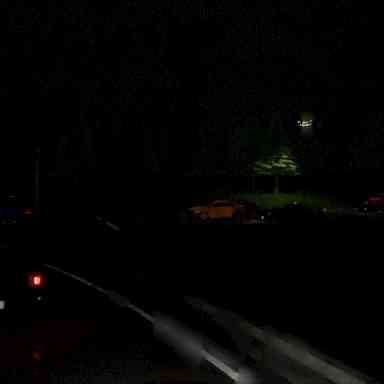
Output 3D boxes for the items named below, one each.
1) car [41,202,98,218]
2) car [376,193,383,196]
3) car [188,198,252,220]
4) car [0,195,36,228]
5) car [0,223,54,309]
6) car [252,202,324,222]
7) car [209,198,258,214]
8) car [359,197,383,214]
[{"bbox_3d":[-10.958,1.586,29.765,4.718,1.301,1.895,0,0,-22],"label":"car"},{"bbox_3d":[26.056,1.210,44.946,5.566,2.045,2.150,0,0,-22],"label":"car"},{"bbox_3d":[2.067,1.467,27.554,5.008,1.535,1.882,0,0,-22],"label":"car"},{"bbox_3d":[-11.586,1.213,18.153,5.566,2.045,2.150,0,0,-22],"label":"car"},{"bbox_3d":[-4.707,1.597,7.172,1.895,1.301,4.718,0,0,-41],"label":"car"},{"bbox_3d":[7.793,1.538,26.127,5.357,1.411,2.033,0,0,-22],"label":"car"},{"bbox_3d":[4.517,1.463,36.132,5.008,1.535,1.882,0,0,-22],"label":"car"},{"bbox_3d":[19.587,1.553,34.756,4.181,1.385,1.994,0,0,-22],"label":"car"}]
